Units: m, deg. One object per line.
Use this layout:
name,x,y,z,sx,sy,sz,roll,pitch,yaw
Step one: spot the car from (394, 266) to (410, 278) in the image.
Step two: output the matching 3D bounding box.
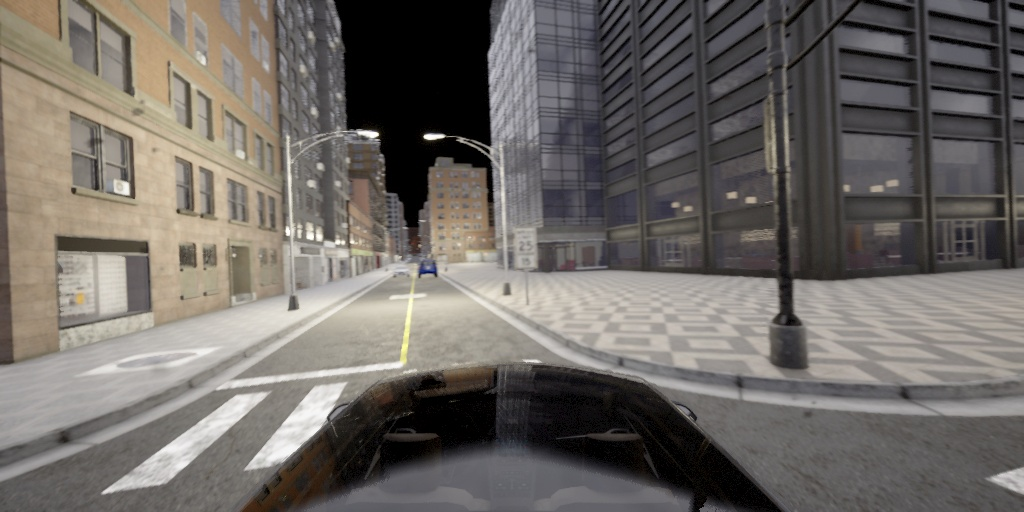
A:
car,-13.931,1.946,45.480,1.812,1.442,4.674,-2,0,-15

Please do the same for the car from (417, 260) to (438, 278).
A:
car,-9.883,1.477,42.077,2.150,2.045,5.566,-2,0,-14
